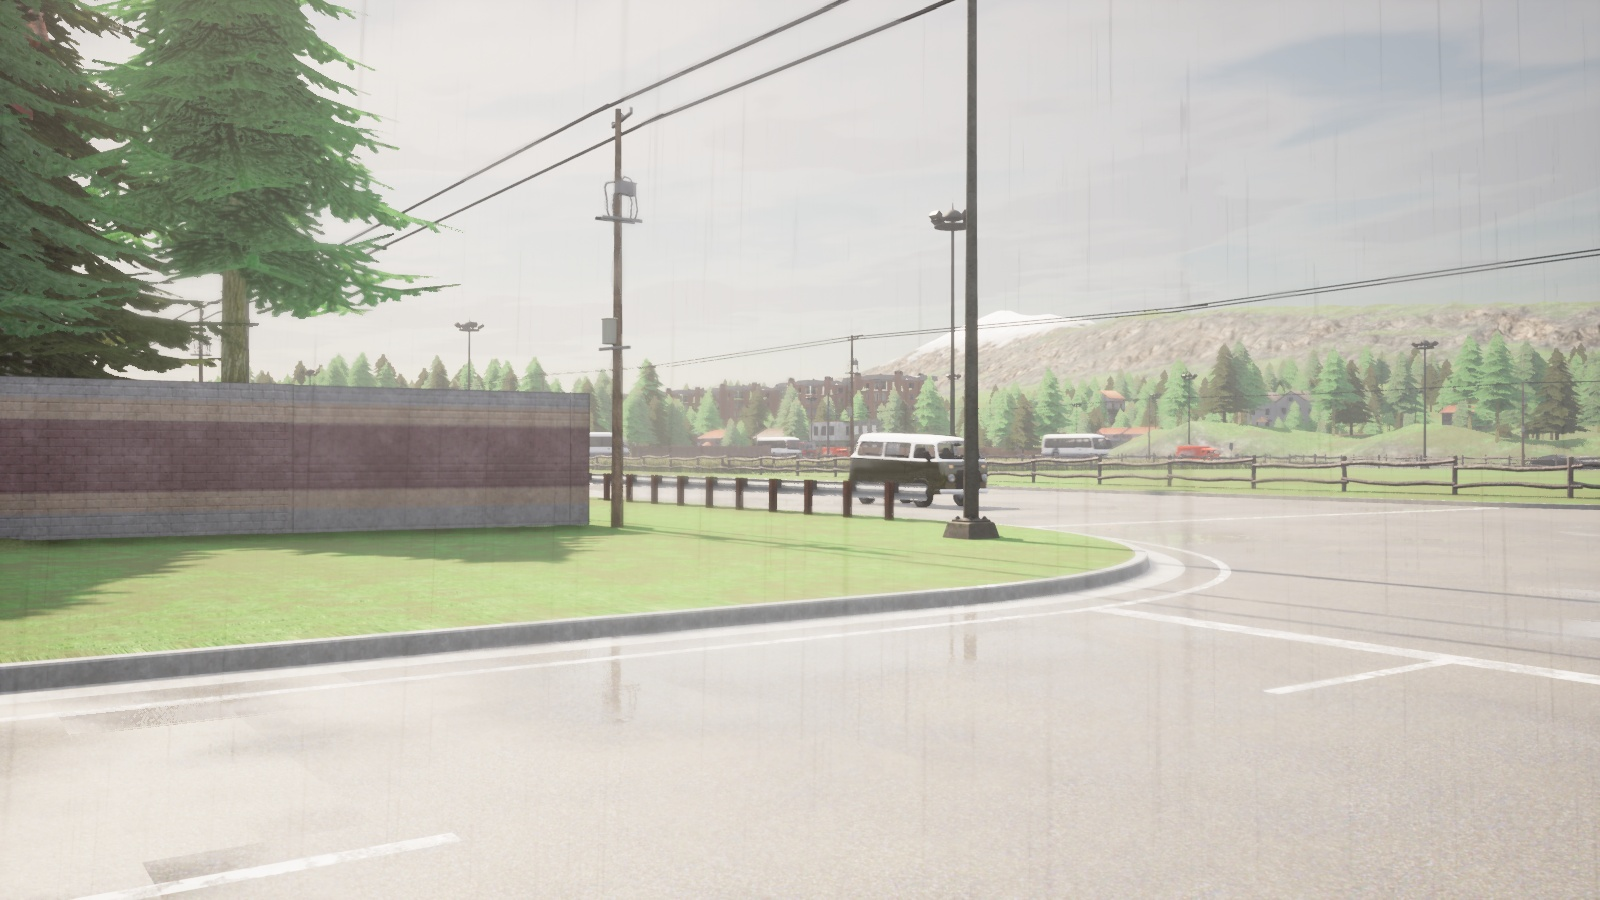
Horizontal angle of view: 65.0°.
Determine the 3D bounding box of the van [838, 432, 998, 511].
[{"bbox_3d":[3.277,0.536,35.592,2.069,2.038,4.480,0,1,-35],"label":"van"}]
